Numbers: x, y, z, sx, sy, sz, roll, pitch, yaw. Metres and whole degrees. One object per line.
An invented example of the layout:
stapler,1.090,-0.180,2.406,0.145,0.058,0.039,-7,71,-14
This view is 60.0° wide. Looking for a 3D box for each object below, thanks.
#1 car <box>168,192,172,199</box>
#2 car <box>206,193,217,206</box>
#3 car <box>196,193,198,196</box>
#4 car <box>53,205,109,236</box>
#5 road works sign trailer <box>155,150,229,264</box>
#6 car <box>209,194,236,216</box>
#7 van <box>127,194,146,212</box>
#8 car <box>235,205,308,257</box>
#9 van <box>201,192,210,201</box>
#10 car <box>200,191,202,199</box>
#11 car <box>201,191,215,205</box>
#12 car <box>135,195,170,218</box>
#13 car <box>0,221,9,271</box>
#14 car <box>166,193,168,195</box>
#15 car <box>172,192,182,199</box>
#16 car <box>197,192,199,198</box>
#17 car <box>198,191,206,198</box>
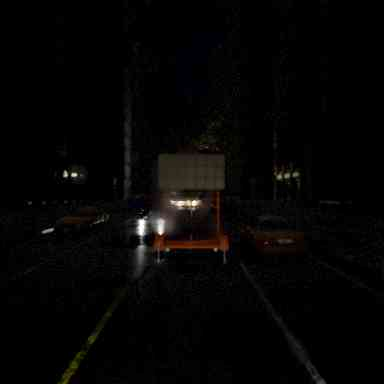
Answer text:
car,-5.746,1.125,68.548,1.802,1.307,4.206,0,0,0
car,2.819,1.177,34.708,1.967,1.590,4.097,0,0,0
car,2.758,1.032,85.463,1.947,1.339,4.313,0,0,0
car,-5.687,1.388,17.591,1.752,1.417,4.829,0,1,1
road works sign trailer,-0.013,0.375,11.453,2.380,3.560,2.880,0,0,0
car,2.825,1.216,29.070,1.967,1.590,4.097,0,0,0
van,-5.706,1.078,34.713,1.690,1.788,3.998,0,0,0
car,2.852,1.429,12.355,1.752,1.417,4.829,0,1,1
van,2.779,0.885,68.545,1.690,1.788,3.998,0,0,0
car,2.799,0.952,51.626,2.192,1.841,5.009,0,0,0
car,2.805,0.983,45.987,2.192,1.841,5.009,0,0,0
car,-3.130,1.292,27.336,1.837,1.490,4.892,0,0,0
car,-5.674,1.265,6.521,2.192,1.841,5.009,0,0,0
car,-5.733,1.150,57.270,1.887,1.381,4.507,0,0,0
car,-3.080,1.126,69.243,1.895,1.301,4.718,0,0,0
car,2.765,1.070,79.825,1.802,1.307,4.206,0,0,0
car,2.752,0.762,91.102,2.192,1.841,5.009,0,0,0
